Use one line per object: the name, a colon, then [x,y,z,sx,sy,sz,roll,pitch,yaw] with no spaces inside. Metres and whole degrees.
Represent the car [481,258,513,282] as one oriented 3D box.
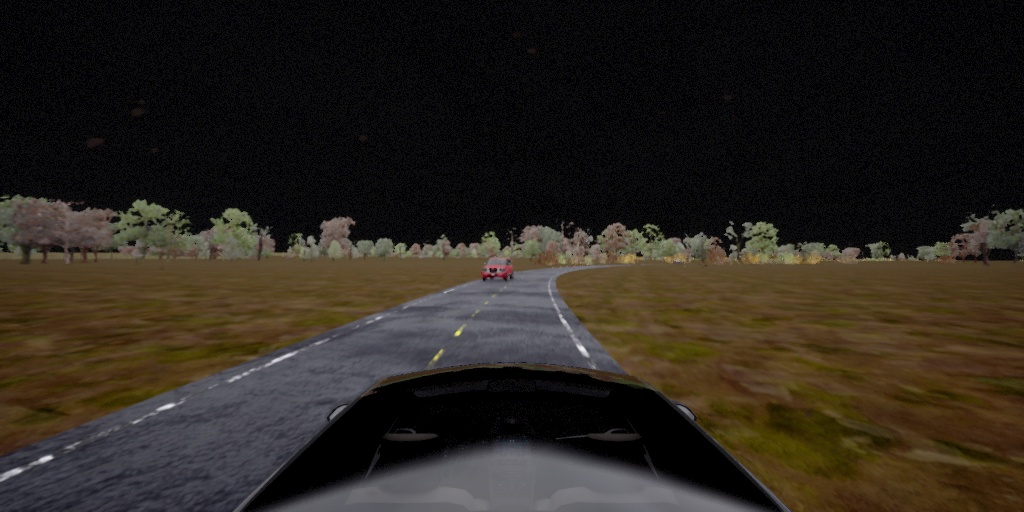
car: [-1.204,1.157,32.018,2.150,2.045,5.566,0,0,8]
